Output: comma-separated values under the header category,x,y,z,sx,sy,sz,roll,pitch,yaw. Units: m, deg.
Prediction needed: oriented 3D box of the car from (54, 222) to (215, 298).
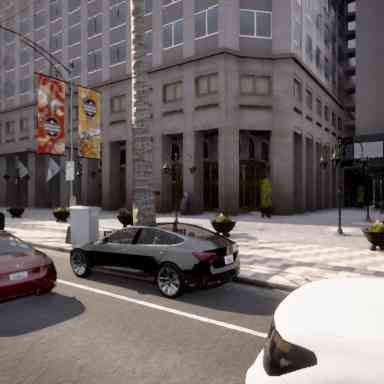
category,x,y,z,sx,sy,sz,roll,pitch,yaw
car,-1.109,1.513,8.579,4.786,1.482,2.161,0,0,35

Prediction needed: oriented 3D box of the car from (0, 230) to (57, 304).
category,x,y,z,sx,sy,sz,roll,pitch,yaw
car,-4.929,1.564,7.504,4.181,1.385,1.994,0,0,36

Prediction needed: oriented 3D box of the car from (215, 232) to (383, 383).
category,x,y,z,sx,sy,sz,roll,pitch,yaw
car,3.083,1.221,1.787,5.566,2.045,2.150,0,0,36
